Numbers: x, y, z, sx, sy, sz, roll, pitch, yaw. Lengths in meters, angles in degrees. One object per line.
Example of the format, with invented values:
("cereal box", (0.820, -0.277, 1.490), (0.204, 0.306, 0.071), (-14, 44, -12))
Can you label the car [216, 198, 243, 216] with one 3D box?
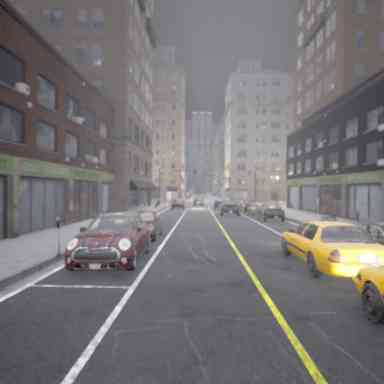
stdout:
("car", (3.685, 1.567, 33.262), (1.837, 1.490, 4.892), (1, 0, 2))

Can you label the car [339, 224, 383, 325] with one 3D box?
("car", (3.952, 1.503, 4.198), (1.801, 1.575, 5.366), (1, 0, 1))

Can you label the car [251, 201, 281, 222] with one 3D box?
("car", (6.389, 1.641, 27.251), (2.008, 1.369, 4.403), (0, 0, 1))

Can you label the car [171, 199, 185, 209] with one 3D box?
("car", (-1.806, 1.550, 44.180), (1.887, 1.381, 4.507), (0, 0, 1))

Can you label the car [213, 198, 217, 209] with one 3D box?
("car", (3.903, 1.546, 45.422), (1.882, 1.535, 5.008), (1, 0, 1))

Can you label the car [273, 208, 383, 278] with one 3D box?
("car", (4.075, 1.509, 10.198), (1.801, 1.575, 5.366), (1, 0, 1))

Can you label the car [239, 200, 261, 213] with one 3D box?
("car", (6.621, 1.662, 38.421), (1.947, 1.339, 4.313), (0, 0, 1))

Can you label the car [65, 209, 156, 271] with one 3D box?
("car", (-2.493, 1.422, 10.672), (1.967, 1.590, 4.097), (0, 0, 1))

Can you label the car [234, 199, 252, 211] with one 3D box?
("car", (6.737, 1.681, 44.006), (1.802, 1.307, 4.206), (0, 0, 1))

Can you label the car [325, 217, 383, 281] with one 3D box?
("car", (6.042, 1.626, 10.497), (2.008, 1.369, 4.403), (0, 0, 1))

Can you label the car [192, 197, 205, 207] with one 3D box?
("car", (1.035, 1.531, 52.149), (2.128, 1.511, 4.902), (1, 0, 1))

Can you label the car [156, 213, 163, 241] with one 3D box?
("car", (-2.379, 1.570, 16.257), (1.802, 1.307, 4.206), (0, 0, 1))

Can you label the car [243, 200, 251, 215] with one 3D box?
("car", (6.509, 1.619, 33.006), (1.752, 1.417, 4.829), (0, 0, 1))
